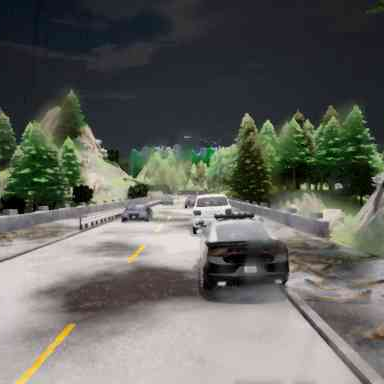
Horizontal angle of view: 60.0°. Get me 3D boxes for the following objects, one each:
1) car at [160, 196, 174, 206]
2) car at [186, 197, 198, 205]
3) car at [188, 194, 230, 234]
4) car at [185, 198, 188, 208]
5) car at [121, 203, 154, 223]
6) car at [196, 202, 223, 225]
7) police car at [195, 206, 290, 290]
[{"bbox_3d":[-4.010,1.494,54.038,1.837,1.490,4.892,0,1,1],"label":"car"},{"bbox_3d":[0.056,1.538,58.401,2.033,1.411,5.357,0,0,0],"label":"car"},{"bbox_3d":[1.088,1.170,19.167,2.150,2.045,5.566,-3,0,1],"label":"car"},{"bbox_3d":[0.077,1.345,47.001,2.097,1.767,4.553,0,0,1],"label":"car"},{"bbox_3d":[-4.076,1.560,25.343,1.994,1.385,4.181,0,0,0],"label":"car"},{"bbox_3d":[1.224,1.522,25.149,1.812,1.442,4.674,0,0,0],"label":"car"},{"bbox_3d":[1.174,1.399,9.267,1.930,1.638,5.238,-2,-1,0],"label":"police car"}]
